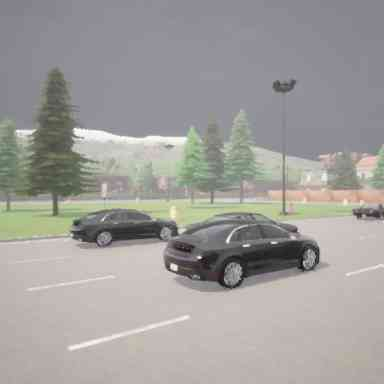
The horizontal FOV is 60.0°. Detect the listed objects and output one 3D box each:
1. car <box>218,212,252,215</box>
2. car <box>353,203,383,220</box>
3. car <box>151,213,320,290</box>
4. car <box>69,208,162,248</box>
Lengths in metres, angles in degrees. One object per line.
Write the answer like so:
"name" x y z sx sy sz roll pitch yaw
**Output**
"car" 2.163 1.542 13.894 5.357 1.411 2.033 0 0 -36
"car" 15.547 1.585 27.818 4.718 1.301 1.895 0 0 -35
"car" 1.553 1.501 9.156 4.892 1.490 1.837 0 0 -36
"car" -2.878 1.502 14.846 4.892 1.490 1.837 0 0 -35
